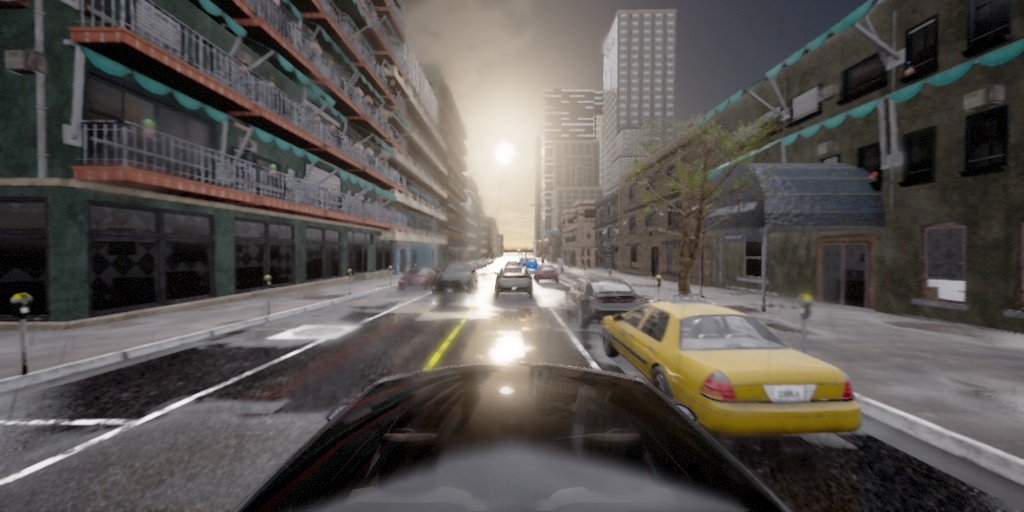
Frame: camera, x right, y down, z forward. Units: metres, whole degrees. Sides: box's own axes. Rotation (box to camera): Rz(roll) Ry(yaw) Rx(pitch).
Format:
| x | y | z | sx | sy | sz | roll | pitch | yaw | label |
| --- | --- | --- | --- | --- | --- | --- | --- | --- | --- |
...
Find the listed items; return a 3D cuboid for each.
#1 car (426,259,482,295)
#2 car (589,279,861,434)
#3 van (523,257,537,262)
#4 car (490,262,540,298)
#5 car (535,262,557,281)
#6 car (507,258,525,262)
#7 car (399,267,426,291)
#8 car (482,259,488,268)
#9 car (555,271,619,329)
| x | y | z | sx | sy | sz | roll | pitch | yaw | label |
| --- | --- | --- | --- | --- | --- | --- | --- | --- | --- |
| -3.092 | 1.125 | 20.084 | 2.097 | 1.767 | 4.553 | 0 | 0 | 0 | car |
| 2.681 | 1.281 | 5.755 | 1.751 | 1.417 | 4.829 | 0 | 0 | 0 | car |
| 2.690 | 1.141 | 50.225 | 1.690 | 1.789 | 3.998 | 0 | 0 | 0 | van |
| 0.099 | 1.263 | 18.566 | 2.128 | 1.511 | 4.902 | 0 | 0 | 0 | car |
| 2.690 | 1.363 | 27.905 | 1.802 | 1.307 | 4.207 | 0 | 0 | 0 | car |
| 0.101 | 1.296 | 38.864 | 1.837 | 1.490 | 4.892 | 0 | 0 | 0 | car |
| -5.691 | 1.358 | 22.279 | 1.802 | 1.307 | 4.207 | 0 | 0 | 0 | car |
| -5.692 | 1.358 | 61.343 | 2.007 | 1.370 | 4.403 | 0 | 0 | 0 | car |
| 2.694 | 1.313 | 11.164 | 2.007 | 1.370 | 4.403 | 0 | 0 | 0 | car |
